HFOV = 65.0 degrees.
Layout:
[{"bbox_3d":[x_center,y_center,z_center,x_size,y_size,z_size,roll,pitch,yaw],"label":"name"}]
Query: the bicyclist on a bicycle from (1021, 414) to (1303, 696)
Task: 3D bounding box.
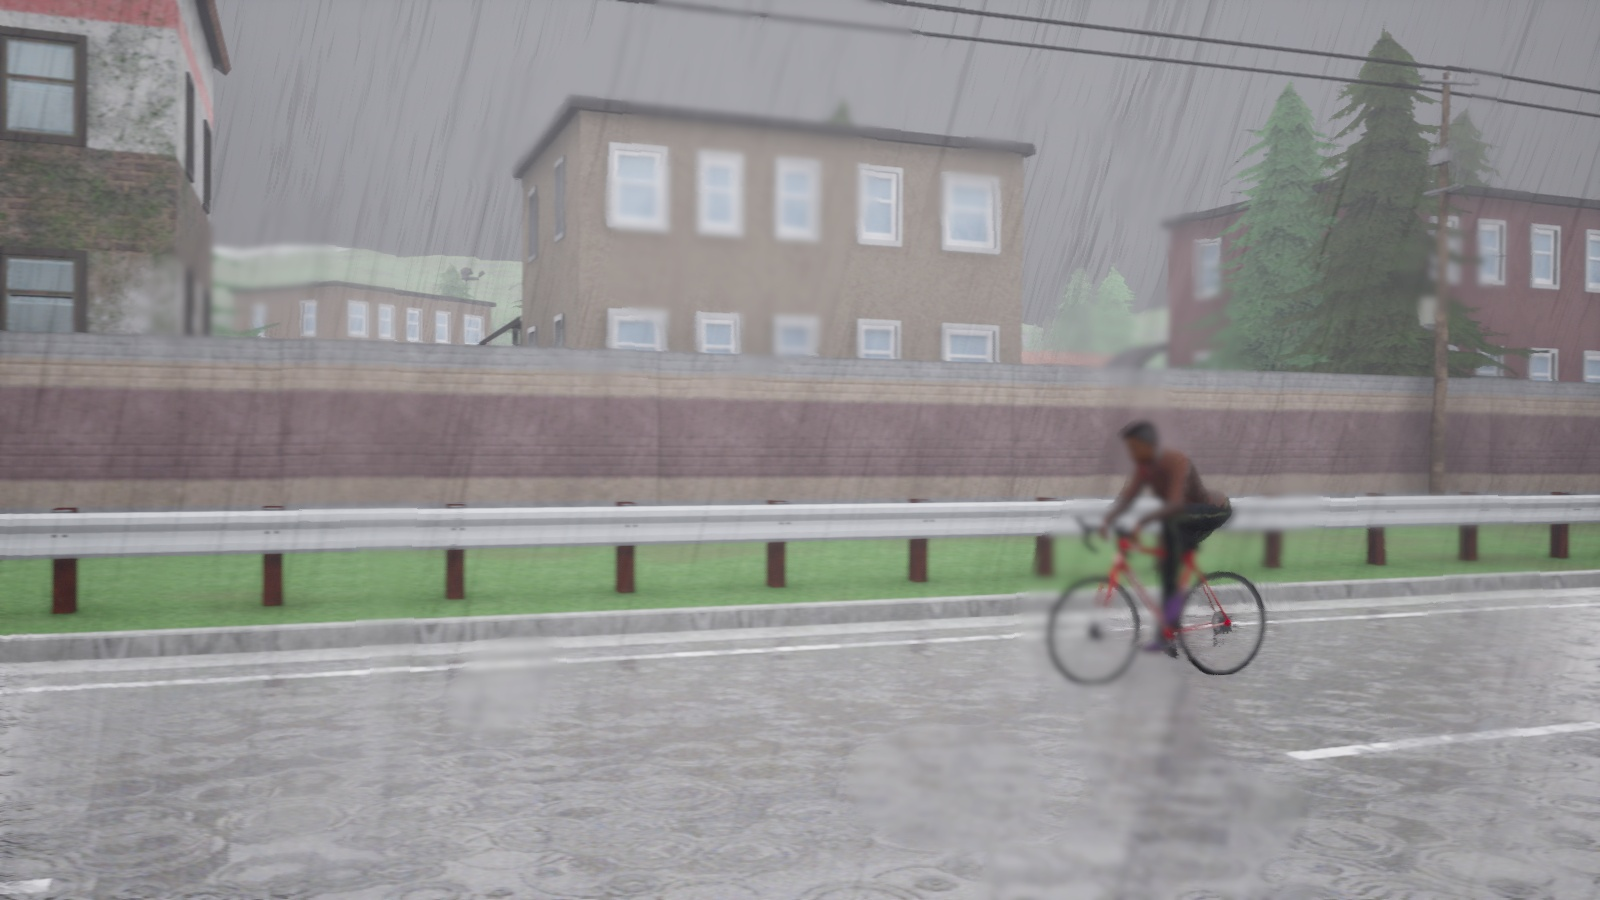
[{"bbox_3d":[2.263,0.599,7.841,1.656,1.620,0.582,-1,1,-21],"label":"bicyclist on a bicycle"}]
